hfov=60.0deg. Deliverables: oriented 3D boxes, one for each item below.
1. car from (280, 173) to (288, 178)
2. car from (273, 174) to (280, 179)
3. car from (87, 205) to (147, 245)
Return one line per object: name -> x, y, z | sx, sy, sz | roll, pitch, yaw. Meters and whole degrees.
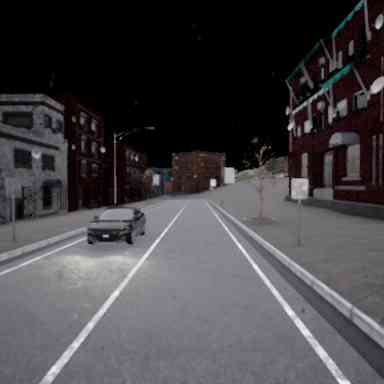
car -> 24.224, -4.009, 82.436 | 2.185, 1.767, 4.553 | 0, 1, -4
car -> 23.843, -4.004, 87.948 | 2.097, 1.535, 5.008 | 0, 1, -3
car -> -3.280, 1.414, 15.295 | 1.882, 1.535, 5.008 | 0, 0, 1
